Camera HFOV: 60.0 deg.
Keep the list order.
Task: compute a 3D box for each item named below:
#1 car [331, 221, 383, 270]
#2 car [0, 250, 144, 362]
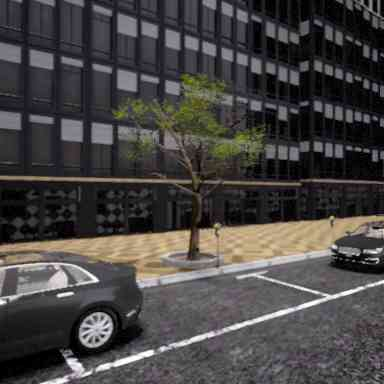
[{"bbox_3d":[6.439,1.666,11.168,4.403,1.369,2.008,1,-1,-36],"label":"car"},{"bbox_3d":[-2.812,1.553,4.564,4.403,1.369,2.008,1,-1,-36],"label":"car"}]
